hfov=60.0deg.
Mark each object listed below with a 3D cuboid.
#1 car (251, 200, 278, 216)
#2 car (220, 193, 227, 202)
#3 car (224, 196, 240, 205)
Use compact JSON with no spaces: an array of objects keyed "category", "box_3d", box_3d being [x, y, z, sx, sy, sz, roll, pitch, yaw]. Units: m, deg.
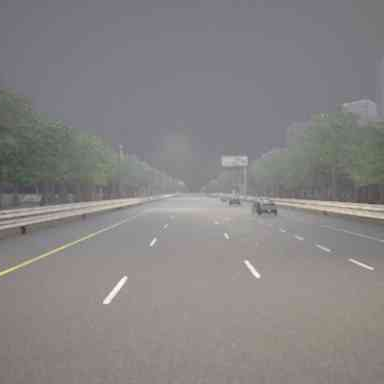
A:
[{"category":"car","box_3d":[7.064,1.503,32.760,2.128,1.511,4.902,0,0,0]},{"category":"car","box_3d":[7.317,1.529,74.786,2.128,1.511,4.902,0,0,0]},{"category":"car","box_3d":[7.189,1.562,57.393,1.837,1.490,4.892,0,0,0]}]
